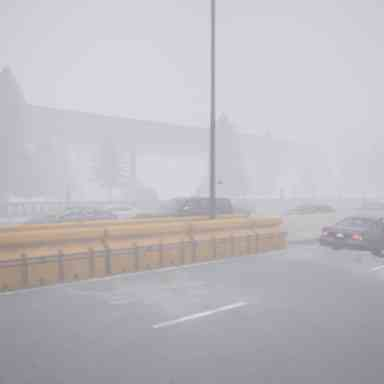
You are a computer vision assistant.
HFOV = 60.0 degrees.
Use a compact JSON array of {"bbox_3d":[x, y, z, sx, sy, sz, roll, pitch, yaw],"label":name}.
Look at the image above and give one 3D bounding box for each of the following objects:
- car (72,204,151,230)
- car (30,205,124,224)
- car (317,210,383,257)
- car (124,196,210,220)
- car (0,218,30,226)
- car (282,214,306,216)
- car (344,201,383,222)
[{"bbox_3d":[-5.186,1.555,21.687,4.674,1.442,1.812,0,0,-35],"label":"car"},{"bbox_3d":[-6.041,1.509,16.827,4.902,1.511,2.128,0,0,-35],"label":"car"},{"bbox_3d":[7.281,1.592,13.232,5.357,1.411,2.033,0,0,-35],"label":"car"},{"bbox_3d":[-0.224,1.254,16.635,5.566,2.045,2.150,0,0,-35],"label":"car"},{"bbox_3d":[-8.332,1.477,10.883,5.008,1.535,1.882,0,0,-36],"label":"car"},{"bbox_3d":[8.042,1.570,22.493,4.892,1.490,1.837,0,0,-35],"label":"car"},{"bbox_3d":[14.850,1.533,27.345,4.902,1.511,2.128,0,0,-35],"label":"car"}]
